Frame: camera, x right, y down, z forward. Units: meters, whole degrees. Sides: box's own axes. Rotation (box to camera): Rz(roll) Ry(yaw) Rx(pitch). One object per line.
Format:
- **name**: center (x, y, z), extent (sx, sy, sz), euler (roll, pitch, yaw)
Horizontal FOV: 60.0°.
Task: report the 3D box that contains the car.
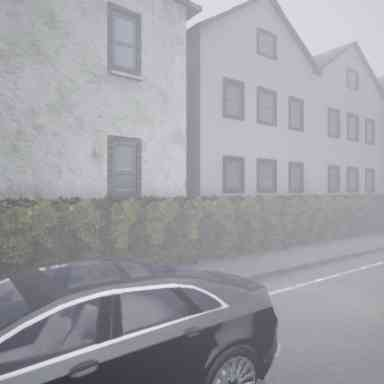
- **car**: center (-1.253, 1.493, 3.087), extent (4.902, 1.511, 2.128), euler (0, 0, -37)
